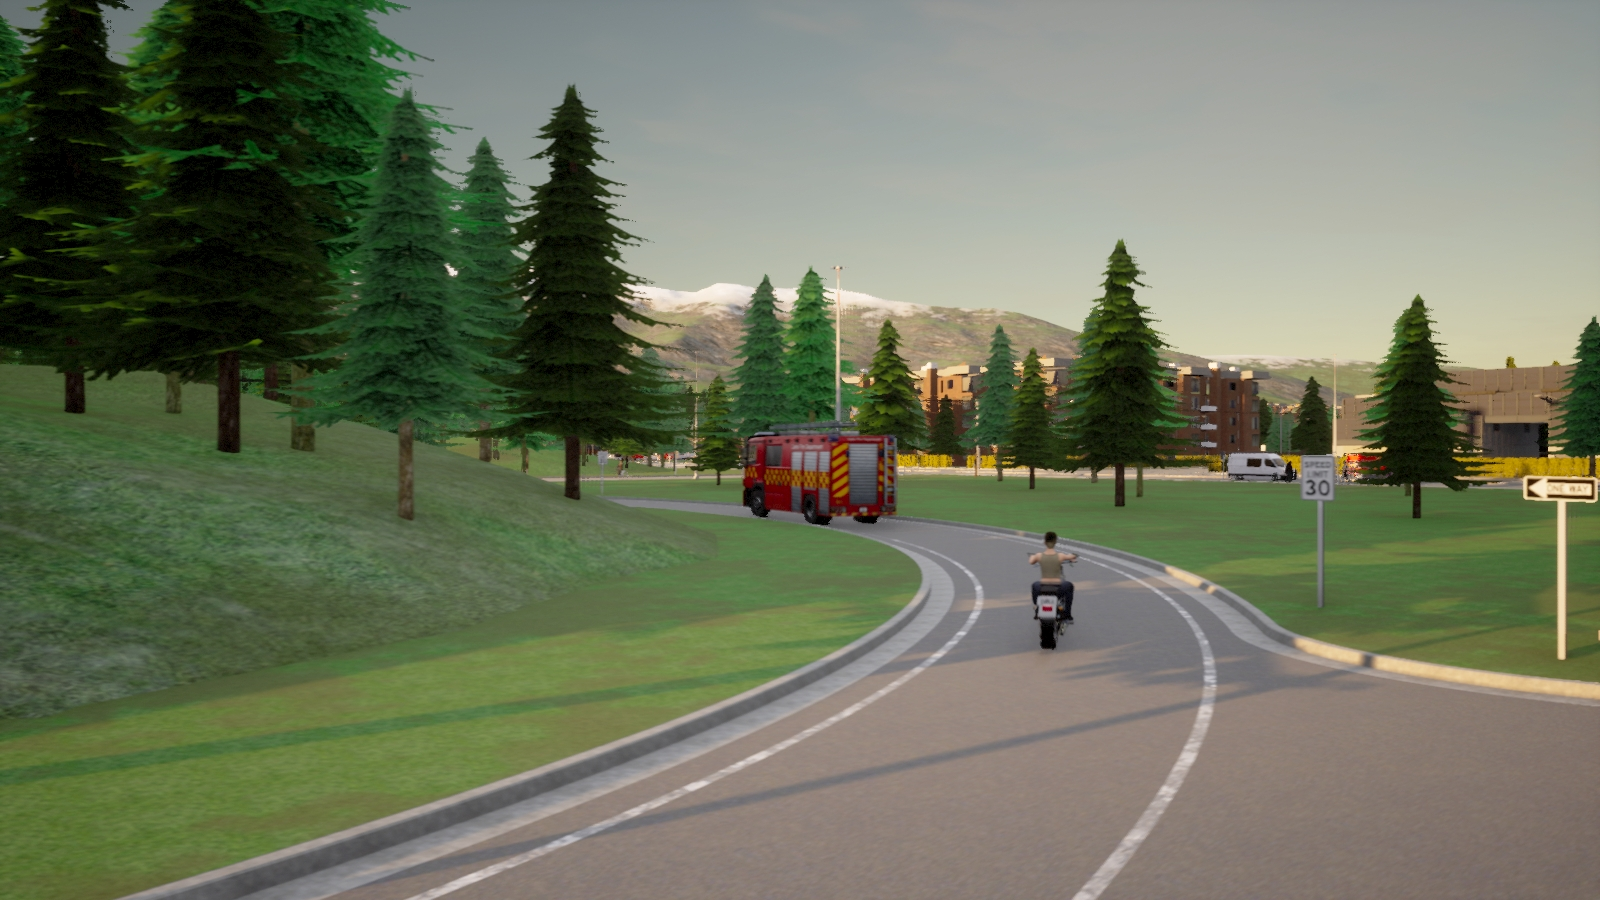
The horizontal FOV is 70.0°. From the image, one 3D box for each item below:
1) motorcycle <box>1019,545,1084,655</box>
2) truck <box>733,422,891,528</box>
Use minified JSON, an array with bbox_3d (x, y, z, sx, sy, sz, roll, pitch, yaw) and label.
[{"bbox_3d":[3.733,2.156,16.857,0.764,1.307,2.356,-1,0,16],"label":"motorcycle"},{"bbox_3d":[0.263,0.893,45.668,2.891,3.827,8.468,0,0,-26],"label":"truck"}]
